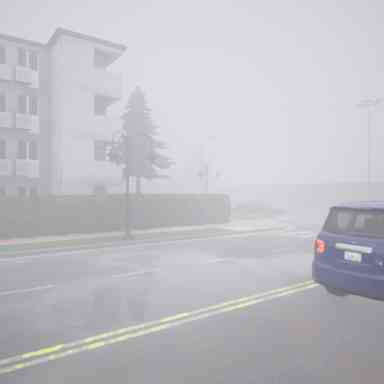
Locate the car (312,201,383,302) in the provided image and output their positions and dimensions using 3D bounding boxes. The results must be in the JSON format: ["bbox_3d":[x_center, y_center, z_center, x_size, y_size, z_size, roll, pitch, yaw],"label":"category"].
[{"bbox_3d":[4.991,1.217,7.354,5.566,2.045,2.150,0,0,-35],"label":"car"}]

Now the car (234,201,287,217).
[{"bbox_3d":[6.345,1.518,31.461,2.033,1.411,5.357,0,0,-36],"label":"car"}]
